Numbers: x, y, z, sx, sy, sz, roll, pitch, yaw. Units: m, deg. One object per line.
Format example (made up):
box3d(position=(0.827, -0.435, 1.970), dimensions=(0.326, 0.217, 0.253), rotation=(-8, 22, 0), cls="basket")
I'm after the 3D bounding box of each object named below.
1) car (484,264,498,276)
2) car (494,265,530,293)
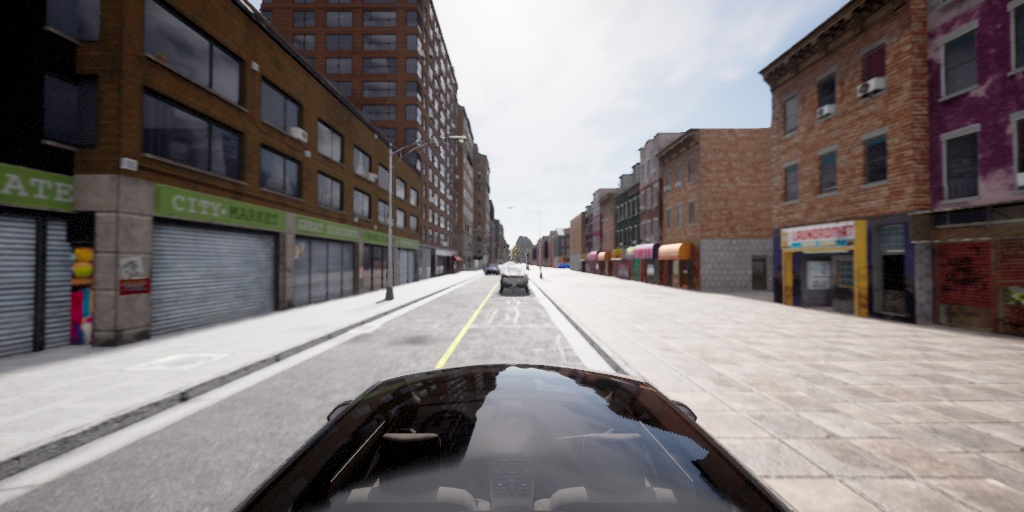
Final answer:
box3d(position=(-2.735, 1.861, 50.635), dimensions=(2.097, 1.767, 4.553), rotation=(0, -1, 0), cls="car")
box3d(position=(0.146, 1.574, 24.020), dimensions=(2.128, 1.511, 4.902), rotation=(0, -1, 0), cls="car")
